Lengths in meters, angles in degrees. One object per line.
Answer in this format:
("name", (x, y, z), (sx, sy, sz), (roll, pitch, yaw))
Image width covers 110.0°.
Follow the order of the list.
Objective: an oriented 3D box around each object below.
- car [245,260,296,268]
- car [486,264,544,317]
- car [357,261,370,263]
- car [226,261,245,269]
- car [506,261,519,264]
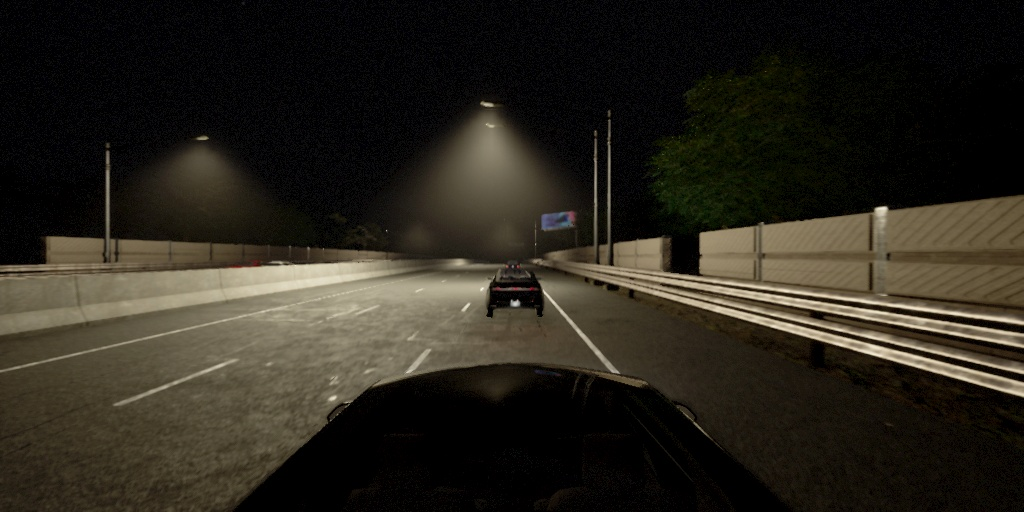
("car", (-21.094, 1.217, 32.157), (1.812, 1.442, 4.674), (0, 0, 0))
("car", (0.099, 1.199, 13.042), (2.128, 1.511, 4.902), (0, 0, 0))
("car", (-17.587, 1.257, 42.440), (1.994, 1.385, 4.181), (0, 0, 0))
("car", (-24.593, 1.168, 33.940), (1.882, 1.535, 5.008), (0, 0, 0))
("car", (0.092, 1.241, 42.254), (2.033, 1.411, 5.357), (0, 0, 0))
